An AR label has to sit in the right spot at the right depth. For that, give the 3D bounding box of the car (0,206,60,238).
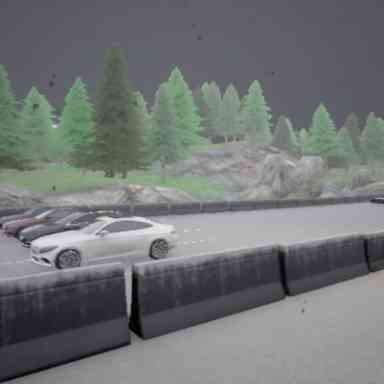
[{"bbox_3d":[-6.672,1.506,16.428,4.674,1.442,1.812,0,0,-35],"label":"car"}]

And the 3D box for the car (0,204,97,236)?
[{"bbox_3d":[-8.521,1.527,19.407,5.357,1.411,2.033,0,0,-35],"label":"car"}]

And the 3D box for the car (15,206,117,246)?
[{"bbox_3d":[-4.359,1.483,13.778,4.892,1.490,1.837,0,0,-35],"label":"car"}]

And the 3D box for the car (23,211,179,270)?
[{"bbox_3d":[-2.617,1.506,10.721,4.674,1.442,1.812,0,0,-35],"label":"car"}]

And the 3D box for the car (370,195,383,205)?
[{"bbox_3d":[25.321,1.025,43.494,4.718,1.301,1.895,-1,1,-35],"label":"car"}]
